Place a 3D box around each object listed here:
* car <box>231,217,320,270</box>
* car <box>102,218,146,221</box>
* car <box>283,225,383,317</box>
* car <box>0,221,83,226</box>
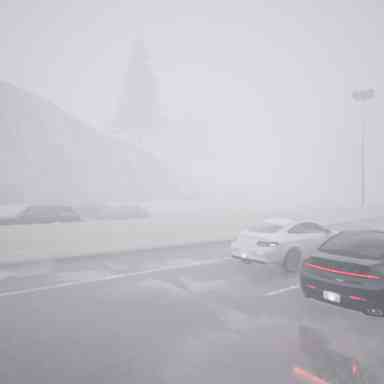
[{"bbox_3d":[3.278,1.541,10.759,4.674,1.442,1.812,0,0,-38],"label":"car"},{"bbox_3d":[-5.454,1.615,26.427,4.181,1.385,1.994,0,0,-39],"label":"car"},{"bbox_3d":[4.273,1.513,7.102,4.892,1.490,1.837,0,0,-38],"label":"car"},{"bbox_3d":[-7.596,1.388,15.909,4.553,1.767,2.097,0,0,-37],"label":"car"}]
